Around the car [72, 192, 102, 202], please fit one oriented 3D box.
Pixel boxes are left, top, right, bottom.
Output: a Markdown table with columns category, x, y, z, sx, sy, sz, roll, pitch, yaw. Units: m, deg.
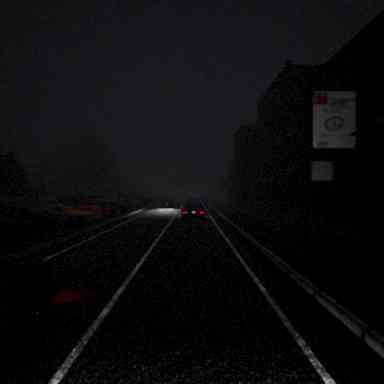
| category | x | y | z | sx | sy | sz | roll | pitch | yaw |
| --- | --- | --- | --- | --- | --- | --- | --- | --- | --- |
| car | -22.232 | 1.083 | 70.626 | 5.566 | 2.045 | 2.435 | 0 | 0 | 0 |

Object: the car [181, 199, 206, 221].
| category | x | y | z | sx | sy | sz | roll | pitch | yaw |
| --- | --- | --- | --- | --- | --- | --- | --- | --- | --- |
| car | 0.132 | 1.510 | 26.477 | 2.033 | 1.411 | 5.357 | 0 | 0 | 0 |

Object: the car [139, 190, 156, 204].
| category | x | y | z | sx | sy | sz | roll | pitch | yaw |
| --- | --- | --- | --- | --- | --- | --- | --- | --- | --- |
| car | -9.210 | 1.146 | 53.834 | 5.566 | 2.045 | 2.435 | 0 | 0 | 0 |

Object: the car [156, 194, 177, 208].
| category | x | y | z | sx | sy | sz | roll | pitch | yaw |
| --- | --- | --- | --- | --- | --- | --- | --- | --- | --- |
| car | -3.242 | 1.398 | 45.544 | 2.128 | 1.511 | 4.902 | 0 | 0 | 0 |

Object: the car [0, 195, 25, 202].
| category | x | y | z | sx | sy | sz | roll | pitch | yaw |
| --- | --- | --- | --- | --- | --- | --- | --- | --- | --- |
| car | -22.405 | 1.200 | 37.208 | 5.566 | 2.045 | 2.435 | 0 | 0 | 0 |

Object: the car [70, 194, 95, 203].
| category | x | y | z | sx | sy | sz | roll | pitch | yaw |
| --- | --- | --- | --- | --- | --- | --- | --- | --- | --- |
| car | -22.254 | 1.220 | 67.716 | 4.553 | 1.767 | 2.185 | 0 | 0 | 0 |

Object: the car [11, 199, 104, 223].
| category | x | y | z | sx | sy | sz | roll | pitch | yaw |
| --- | --- | --- | --- | --- | --- | --- | --- | --- | --- |
| car | -9.263 | 1.485 | 23.217 | 5.366 | 1.575 | 1.946 | 0 | 0 | 0 |

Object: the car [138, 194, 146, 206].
| category | x | y | z | sx | sy | sz | roll | pitch | yaw |
| --- | --- | --- | --- | --- | --- | --- | --- | --- | --- |
| car | -9.481 | 1.424 | 45.486 | 5.366 | 1.575 | 1.946 | 0 | 0 | 0 |

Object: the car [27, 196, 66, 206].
| category | x | y | z | sx | sy | sz | roll | pitch | yaw |
| --- | --- | --- | --- | --- | --- | --- | --- | --- | --- |
| car | -22.342 | 1.406 | 51.133 | 5.008 | 1.535 | 2.097 | 0 | 0 | 0 |

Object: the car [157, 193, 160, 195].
| category | x | y | z | sx | sy | sz | roll | pitch | yaw |
| --- | --- | --- | --- | --- | --- | --- | --- | --- | --- |
| car | -9.164 | 1.397 | 64.967 | 4.674 | 1.452 | 2.002 | 0 | 0 | 0 |

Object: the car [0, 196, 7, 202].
| category | x | y | z | sx | sy | sz | roll | pitch | yaw |
| --- | --- | --- | --- | --- | --- | --- | --- | --- | --- |
| car | -22.456 | 1.459 | 34.422 | 5.008 | 1.535 | 2.097 | 0 | 0 | 0 |

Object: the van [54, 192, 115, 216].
| category | x | y | z | sx | sy | sz | roll | pitch | yaw |
| --- | --- | --- | --- | --- | --- | --- | --- | --- | --- |
| van | -9.293 | 1.250 | 28.721 | 4.442 | 1.987 | 1.878 | 0 | 0 | 0 |

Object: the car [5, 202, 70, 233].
| category | x | y | z | sx | sy | sz | roll | pitch | yaw |
| --- | --- | --- | --- | --- | --- | --- | --- | --- | --- |
| car | -9.482 | 1.498 | 17.651 | 5.008 | 1.535 | 2.097 | 0 | 0 | 0 |

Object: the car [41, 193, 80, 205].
| category | x | y | z | sx | sy | sz | roll | pitch | yaw |
| --- | --- | --- | --- | --- | --- | --- | --- | --- | --- |
| car | -22.328 | 1.135 | 56.576 | 5.566 | 2.045 | 2.435 | 0 | 0 | 0 |

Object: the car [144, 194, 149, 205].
| category | x | y | z | sx | sy | sz | roll | pitch | yaw |
| --- | --- | --- | --- | --- | --- | --- | --- | --- | --- |
| car | -9.270 | 1.419 | 48.268 | 4.892 | 1.521 | 2.231 | 0 | 0 | 0 |

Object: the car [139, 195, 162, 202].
| category | x | y | z | sx | sy | sz | roll | pitch | yaw |
| --- | --- | --- | --- | --- | --- | --- | --- | --- | --- |
| car | -9.120 | 1.367 | 73.175 | 4.674 | 1.452 | 2.002 | -1 | 0 | 1 |

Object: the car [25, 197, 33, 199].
| category | x | y | z | sx | sy | sz | roll | pitch | yaw |
| --- | --- | --- | --- | --- | --- | --- | --- | --- | --- |
| car | -22.420 | 1.445 | 39.992 | 4.892 | 1.521 | 2.231 | 0 | 0 | 0 |

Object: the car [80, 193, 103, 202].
| category | x | y | z | sx | sy | sz | roll | pitch | yaw |
| --- | --- | --- | --- | --- | --- | --- | --- | --- | --- |
| car | -22.153 | 1.199 | 73.411 | 4.553 | 1.767 | 2.185 | 0 | 0 | 0 |

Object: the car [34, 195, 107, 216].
| category | x | y | z | sx | sy | sz | roll | pitch | yaw |
| --- | --- | --- | --- | --- | --- | --- | --- | --- | --- |
| car | -9.398 | 1.356 | 26.001 | 4.553 | 1.767 | 2.185 | 0 | 0 | 0 |

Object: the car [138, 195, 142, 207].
| category | x | y | z | sx | sy | sz | roll | pitch | yaw |
| --- | --- | --- | --- | --- | --- | --- | --- | --- | --- |
| car | -9.321 | 1.437 | 42.702 | 4.892 | 1.521 | 2.231 | 0 | 0 | 0 |

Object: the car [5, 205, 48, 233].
| category | x | y | z | sx | sy | sz | roll | pitch | yaw |
| --- | --- | --- | --- | --- | --- | --- | --- | --- | --- |
| car | -9.511 | 1.503 | 14.868 | 5.008 | 1.535 | 2.097 | 0 | 0 | 0 |

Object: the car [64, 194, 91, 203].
| category | x | y | z | sx | sy | sz | roll | pitch | yaw |
| --- | --- | --- | --- | --- | --- | --- | --- | --- | --- |
| car | -22.273 | 1.230 | 64.931 | 4.553 | 1.767 | 2.185 | 0 | 0 | 0 |

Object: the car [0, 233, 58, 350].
| category | x | y | z | sx | sy | sz | roll | pitch | yaw |
| --- | --- | --- | --- | --- | --- | --- | --- | --- | --- |
| car | -3.349 | 1.544 | 3.757 | 2.033 | 1.411 | 5.357 | 0 | 0 | 0 |

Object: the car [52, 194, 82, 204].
| category | x | y | z | sx | sy | sz | roll | pitch | yaw |
| --- | --- | --- | --- | --- | --- | --- | --- | --- | --- |
| car | -22.248 | 1.250 | 59.486 | 4.553 | 1.767 | 2.185 | 0 | 0 | 0 |

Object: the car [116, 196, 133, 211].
| category | x | y | z | sx | sy | sz | roll | pitch | yaw |
| --- | --- | --- | --- | --- | --- | --- | --- | --- | --- |
| car | -9.356 | 1.493 | 37.135 | 4.674 | 1.452 | 2.002 | 0 | 0 | 0 |

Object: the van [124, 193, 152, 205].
| category | x | y | z | sx | sy | sz | roll | pitch | yaw |
| --- | --- | --- | --- | --- | --- | --- | --- | --- | --- |
| van | -9.104 | 1.162 | 56.492 | 4.442 | 1.987 | 1.878 | 0 | 0 | 0 |

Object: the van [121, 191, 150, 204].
| category | x | y | z | sx | sy | sz | roll | pitch | yaw |
| --- | --- | --- | --- | --- | --- | --- | --- | --- | --- |
| van | -9.141 | 1.182 | 51.050 | 4.442 | 1.987 | 1.878 | 0 | 0 | 0 |

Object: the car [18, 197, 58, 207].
| category | x | y | z | sx | sy | sz | roll | pitch | yaw |
| --- | --- | --- | --- | --- | --- | --- | --- | --- | --- |
| car | -22.326 | 1.445 | 48.346 | 4.792 | 1.488 | 2.163 | 0 | 0 | 0 |

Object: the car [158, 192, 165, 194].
| category | x | y | z | sx | sy | sz | roll | pitch | yaw |
| --- | --- | --- | --- | --- | --- | --- | --- | --- | --- |
| car | -8.938 | 1.334 | 70.532 | 5.366 | 1.575 | 1.946 | 0 | 0 | 0 |

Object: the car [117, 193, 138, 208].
| category | x | y | z | sx | sy | sz | roll | pitch | yaw |
| --- | --- | --- | --- | --- | --- | --- | --- | --- | --- |
| car | -9.303 | 1.320 | 39.917 | 4.553 | 1.767 | 2.185 | 0 | 0 | 0 |

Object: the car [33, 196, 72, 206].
| category | x | y | z | sx | sy | sz | roll | pitch | yaw |
| --- | --- | --- | --- | --- | --- | --- | --- | --- | --- |
| car | -22.504 | 1.393 | 53.794 | 5.366 | 1.575 | 1.946 | 0 | 0 | 0 |

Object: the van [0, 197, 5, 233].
| category | x | y | z | sx | sy | sz | roll | pitch | yaw |
| --- | --- | --- | --- | --- | --- | --- | --- | --- | --- |
| van | -9.642 | 1.281 | 12.086 | 4.442 | 1.987 | 1.878 | 0 | 0 | 0 |

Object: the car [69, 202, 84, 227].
| category | x | y | z | sx | sy | sz | roll | pitch | yaw |
| --- | --- | --- | --- | --- | --- | --- | --- | --- | --- |
| car | -9.470 | 1.534 | 20.436 | 4.674 | 1.452 | 2.002 | 0 | 0 | 0 |

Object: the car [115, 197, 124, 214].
| category | x | y | z | sx | sy | sz | roll | pitch | yaw |
| --- | --- | --- | --- | --- | --- | --- | --- | --- | --- |
| car | -9.362 | 1.498 | 31.569 | 4.792 | 1.488 | 2.163 | 0 | 0 | 0 |
